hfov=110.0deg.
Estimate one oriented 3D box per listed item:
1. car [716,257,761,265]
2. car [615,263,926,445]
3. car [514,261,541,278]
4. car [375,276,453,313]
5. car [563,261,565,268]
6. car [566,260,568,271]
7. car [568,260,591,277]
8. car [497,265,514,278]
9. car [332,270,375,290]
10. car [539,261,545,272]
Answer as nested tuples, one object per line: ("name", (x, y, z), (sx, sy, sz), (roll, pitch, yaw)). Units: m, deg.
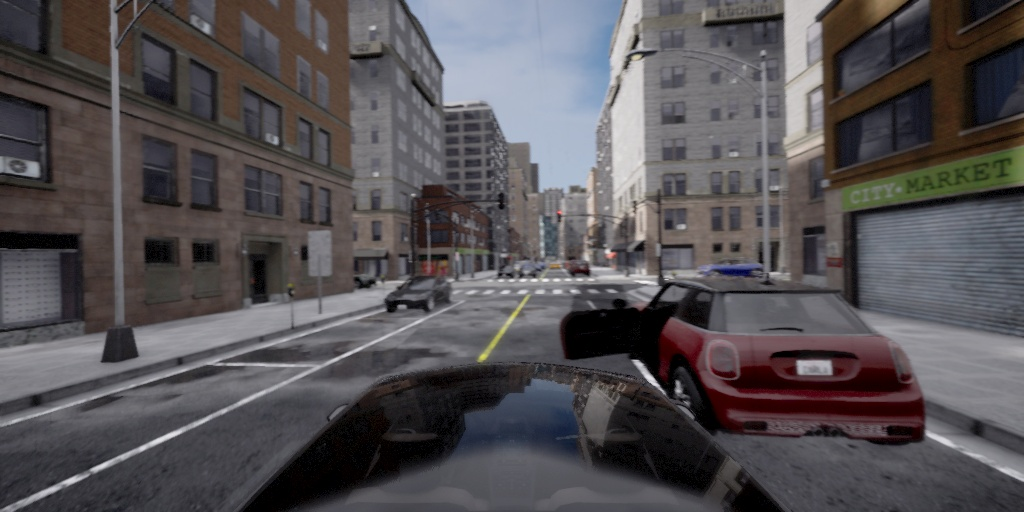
("car", (16.974, 0.939, 28.183), (4.553, 1.767, 2.097), (-2, 0, 6))
("car", (3.094, 1.088, 5.476), (2.097, 1.767, 4.553), (-1, -1, 7))
("car", (1.850, 1.666, 41.006), (2.128, 1.511, 4.902), (-1, -1, 7))
("car", (-3.802, 1.537, 15.459), (1.948, 1.339, 4.313), (0, 0, 7))
("car", (10.549, 1.596, 63.303), (2.192, 1.841, 5.009), (0, 0, 7))
("car", (8.542, 1.437, 46.666), (2.192, 1.841, 5.009), (0, 0, 7))
("car", (7.874, 1.383, 41.120), (2.192, 1.841, 5.009), (0, 0, 7))
("car", (-0.590, 1.797, 42.138), (1.948, 1.339, 4.313), (0, 0, 7))
("car", (-13.167, 1.799, 28.492), (4.553, 1.767, 2.097), (-2, 0, 7))
("car", (3.752, 1.873, 56.666), (2.033, 1.411, 5.357), (-1, -1, 7))
